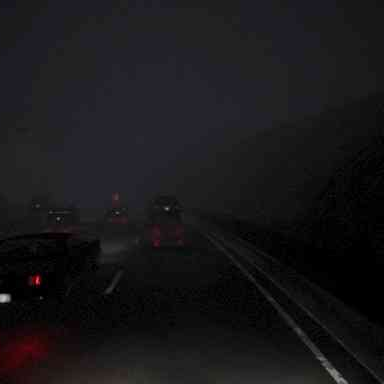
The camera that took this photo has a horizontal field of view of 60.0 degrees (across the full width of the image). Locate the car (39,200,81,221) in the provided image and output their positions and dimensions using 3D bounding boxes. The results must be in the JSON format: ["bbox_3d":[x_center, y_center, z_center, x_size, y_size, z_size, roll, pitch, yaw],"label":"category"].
[{"bbox_3d":[-9.601,1.614,25.085,2.128,1.511,4.902,-1,0,-11],"label":"car"}]

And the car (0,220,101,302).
[{"bbox_3d":[-3.594,1.647,8.268,1.895,1.301,4.718,-1,0,-4],"label":"car"}]

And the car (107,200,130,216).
[{"bbox_3d":[-7.761,1.700,34.119,1.895,1.301,4.718,-1,0,-15],"label":"car"}]

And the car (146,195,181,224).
[{"bbox_3d":[-2.237,1.250,25.465,2.150,2.045,5.566,0,0,-11],"label":"car"}]

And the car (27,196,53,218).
[{"bbox_3d":[-15.037,1.414,33.453,2.150,2.045,5.566,0,0,-16],"label":"car"}]

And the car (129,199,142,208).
[{"bbox_3d":[-8.640,1.712,48.255,1.895,1.301,4.718,-1,0,-21],"label":"car"}]
